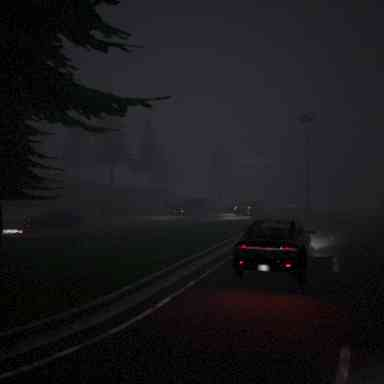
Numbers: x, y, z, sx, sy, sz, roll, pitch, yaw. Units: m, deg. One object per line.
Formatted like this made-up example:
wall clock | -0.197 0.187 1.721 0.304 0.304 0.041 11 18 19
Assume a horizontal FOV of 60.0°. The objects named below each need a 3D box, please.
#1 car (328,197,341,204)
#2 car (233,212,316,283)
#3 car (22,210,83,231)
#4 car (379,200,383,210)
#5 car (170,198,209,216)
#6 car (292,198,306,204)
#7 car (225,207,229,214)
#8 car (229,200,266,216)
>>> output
car | 30.106 1.747 70.346 1.837 1.490 4.892 -1 -1 35
car | 2.612 1.586 10.105 2.128 1.511 4.902 -1 -1 22
car | -10.392 2.033 24.916 4.181 1.385 1.994 0 -1 -40
car | 26.189 1.698 44.336 1.812 1.442 4.674 -1 -1 35
car | -0.241 1.721 39.355 2.150 2.045 5.566 -1 -1 37
car | 23.629 2.041 73.282 1.895 1.301 4.718 -1 -1 35
car | 6.256 1.988 42.300 2.033 1.411 5.357 -1 -1 35
car | 6.389 1.719 36.563 2.097 1.767 4.553 -1 -1 37
